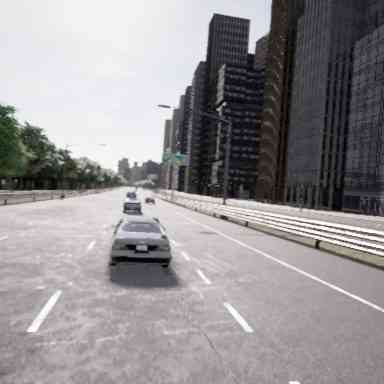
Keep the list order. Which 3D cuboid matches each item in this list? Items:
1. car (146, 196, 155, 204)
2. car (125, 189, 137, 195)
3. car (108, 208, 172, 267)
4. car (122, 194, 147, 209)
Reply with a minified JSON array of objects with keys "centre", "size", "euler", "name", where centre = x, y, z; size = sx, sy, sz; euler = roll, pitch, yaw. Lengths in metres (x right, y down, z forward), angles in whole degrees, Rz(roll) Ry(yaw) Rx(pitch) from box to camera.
[{"centre":[-8.343,1.471,65.580],"size":[2.128,1.511,4.902],"euler":[4,-1,-10],"name":"car"},{"centre":[-12.233,0.939,66.989],"size":[2.150,2.045,5.566],"euler":[4,0,-10],"name":"car"},{"centre":[-1.810,1.530,11.377],"size":[2.033,1.411,5.357],"euler":[4,-1,-11],"name":"car"},{"centre":[-6.272,1.380,34.966],"size":[2.128,1.511,4.902],"euler":[4,-1,-11],"name":"car"}]
